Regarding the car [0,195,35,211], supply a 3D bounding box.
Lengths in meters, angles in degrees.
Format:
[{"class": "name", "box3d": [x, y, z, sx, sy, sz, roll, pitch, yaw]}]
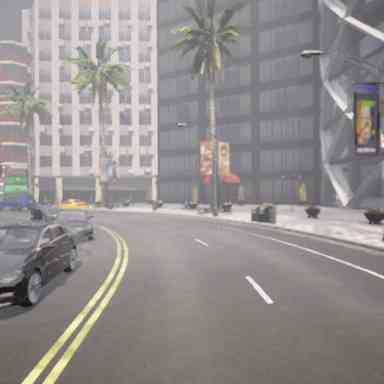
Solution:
[{"class": "car", "box3d": [-23.042, 1.460, 43.699, 5.566, 2.045, 2.150, 0, 0, 24]}]

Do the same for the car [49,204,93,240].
[{"class": "car", "box3d": [-6.150, 1.596, 17.062, 1.812, 1.442, 4.674, 0, 0, -22]}]

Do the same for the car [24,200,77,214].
[{"class": "car", "box3d": [-11.038, 1.612, 25.747, 2.128, 1.511, 4.902, 0, 0, -40]}]

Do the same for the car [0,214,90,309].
[{"class": "car", "box3d": [-4.171, 1.535, 8.066, 2.128, 1.511, 4.902, 0, 0, -5]}]

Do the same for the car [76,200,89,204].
[{"class": "car", "box3d": [-13.916, 1.637, 38.351, 5.008, 1.535, 1.882, -1, 0, 36]}]
